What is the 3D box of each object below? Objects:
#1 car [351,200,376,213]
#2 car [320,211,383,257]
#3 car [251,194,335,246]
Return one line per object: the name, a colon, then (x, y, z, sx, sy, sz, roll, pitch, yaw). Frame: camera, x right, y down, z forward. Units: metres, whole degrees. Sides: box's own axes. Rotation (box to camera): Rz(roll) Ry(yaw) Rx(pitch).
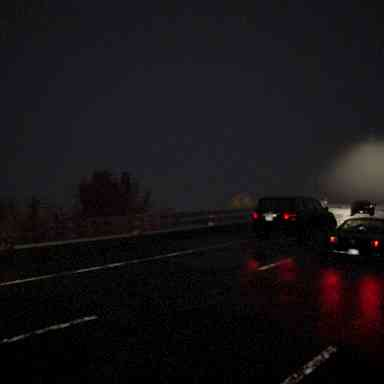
car: (16.108, 1.501, 31.303, 1.837, 1.490, 4.892, 0, 0, 30)
car: (6.594, 1.599, 12.166, 1.895, 1.301, 4.718, 0, 0, 42)
car: (4.918, 1.214, 15.608, 2.150, 2.045, 5.566, 0, -1, 41)
